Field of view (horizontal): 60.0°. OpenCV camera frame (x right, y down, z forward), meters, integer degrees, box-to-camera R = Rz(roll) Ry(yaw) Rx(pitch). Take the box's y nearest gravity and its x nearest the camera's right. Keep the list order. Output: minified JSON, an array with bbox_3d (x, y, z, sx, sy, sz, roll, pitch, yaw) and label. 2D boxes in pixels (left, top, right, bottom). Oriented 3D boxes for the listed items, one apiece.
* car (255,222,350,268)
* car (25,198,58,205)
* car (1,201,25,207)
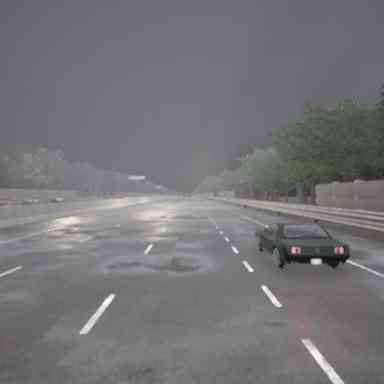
[{"bbox_3d":[3.476,1.670,11.517,1.895,1.301,4.718,0,0,0],"label":"car"},{"bbox_3d":[-17.695,1.591,40.089,2.097,1.767,4.553,0,0,0],"label":"car"},{"bbox_3d":[-21.193,1.791,40.564,2.033,1.411,5.357,0,0,0],"label":"car"}]
